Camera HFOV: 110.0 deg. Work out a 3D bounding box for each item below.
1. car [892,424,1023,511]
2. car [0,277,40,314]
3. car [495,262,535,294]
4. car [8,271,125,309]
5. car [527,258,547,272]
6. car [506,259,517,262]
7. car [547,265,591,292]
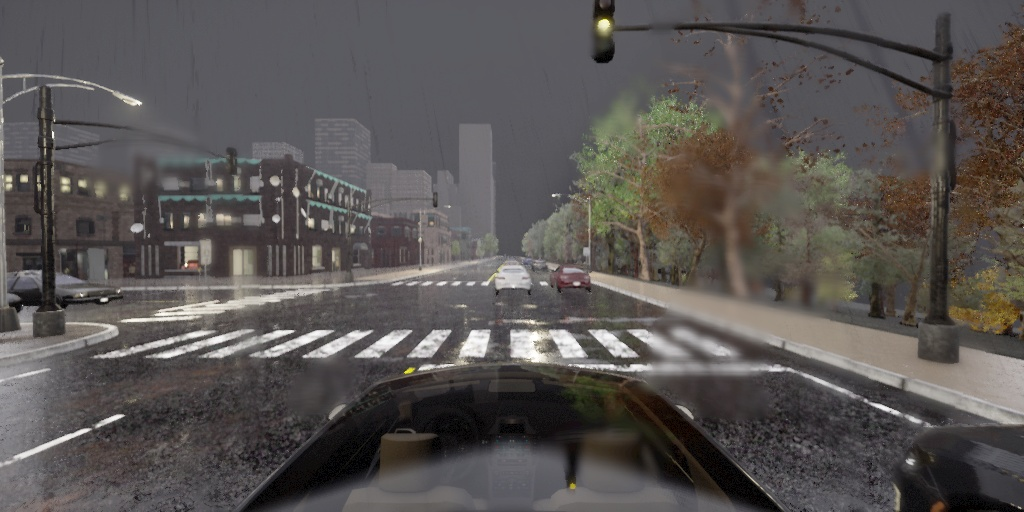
[{"bbox_3d":[3.353,1.255,0.231,1.837,1.490,4.892,0,0,0],"label":"car"},{"bbox_3d":[-19.969,1.549,12.475,4.313,1.339,1.948,0,0,0],"label":"car"},{"bbox_3d":[0.064,1.244,19.808,1.812,1.442,4.674,0,0,0],"label":"car"},{"bbox_3d":[-19.906,1.498,15.180,5.357,1.411,2.033,-1,1,0],"label":"car"},{"bbox_3d":[3.265,1.163,43.633,2.128,1.511,4.902,0,0,0],"label":"car"},{"bbox_3d":[0.016,1.274,42.797,1.895,1.301,4.718,0,0,0],"label":"car"},{"bbox_3d":[3.312,1.242,20.671,1.812,1.442,4.674,0,0,0],"label":"car"}]
